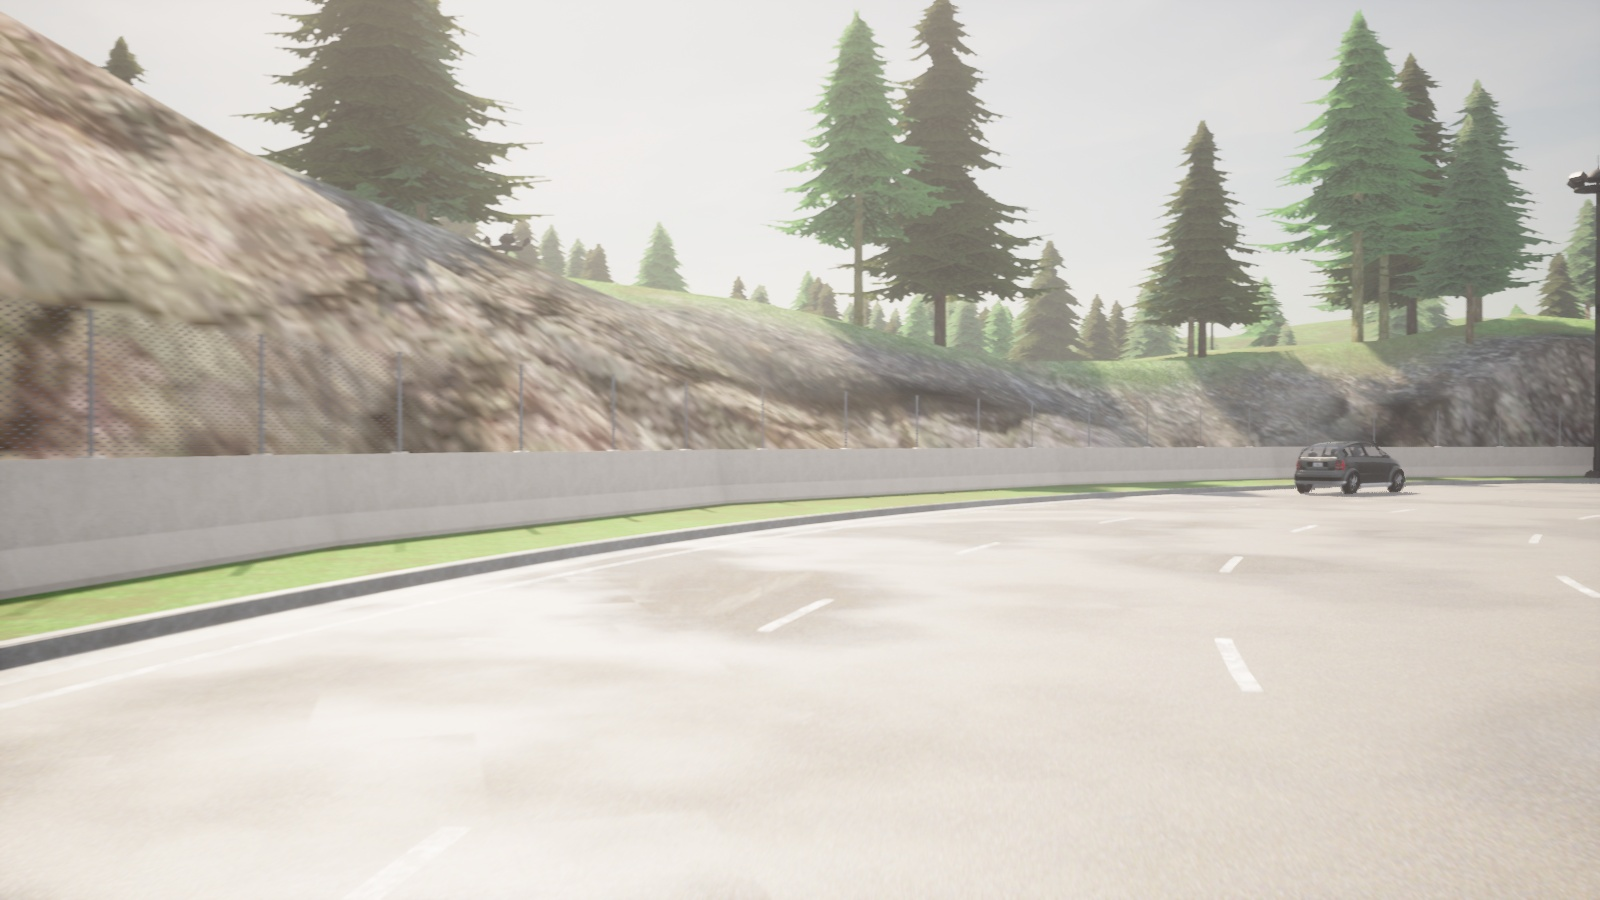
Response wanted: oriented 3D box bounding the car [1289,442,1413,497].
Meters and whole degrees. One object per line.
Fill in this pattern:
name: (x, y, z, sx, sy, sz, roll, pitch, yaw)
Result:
car: (16.403, 0.544, 37.362, 3.705, 1.549, 1.789, 0, 0, -37)
